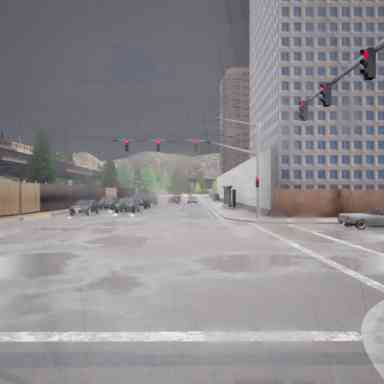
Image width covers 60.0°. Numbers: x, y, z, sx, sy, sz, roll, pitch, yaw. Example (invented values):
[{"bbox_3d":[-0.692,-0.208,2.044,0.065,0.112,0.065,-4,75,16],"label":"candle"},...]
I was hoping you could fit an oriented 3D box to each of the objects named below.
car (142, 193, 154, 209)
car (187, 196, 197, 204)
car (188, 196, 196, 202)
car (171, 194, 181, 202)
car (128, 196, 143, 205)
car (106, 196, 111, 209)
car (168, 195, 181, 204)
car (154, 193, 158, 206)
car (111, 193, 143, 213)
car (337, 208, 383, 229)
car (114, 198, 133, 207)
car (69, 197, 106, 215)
[{"bbox_3d":[-7.091,1.221,46.175,2.150,2.045,5.566,0,0,0],"label":"car"},{"bbox_3d":[0.086,1.601,64.563,1.895,1.301,4.718,0,0,0],"label":"car"},{"bbox_3d":[-0.010,1.595,74.805,1.895,1.301,4.718,0,0,0],"label":"car"},{"bbox_3d":[-3.511,1.305,74.425,1.882,1.535,5.008,0,0,0],"label":"car"},{"bbox_3d":[-10.568,1.477,62.100,1.882,1.535,5.008,0,0,0],"label":"car"},{"bbox_3d":[-10.598,1.352,42.087,2.097,1.767,4.553,0,0,0],"label":"car"},{"bbox_3d":[-3.510,1.601,64.232,1.895,1.301,4.718,0,0,0],"label":"car"},{"bbox_3d":[-7.073,1.221,56.904,2.150,2.045,5.566,0,0,0],"label":"car"},{"bbox_3d":[-7.093,1.352,36.739,2.097,1.767,4.553,0,0,0],"label":"car"},{"bbox_3d":[11.850,1.656,21.142,4.718,1.301,1.895,0,0,0],"label":"car"},{"bbox_3d":[-10.595,1.601,51.881,1.895,1.301,4.718,0,0,0],"label":"car"},{"bbox_3d":[-10.608,1.491,33.191,2.128,1.511,4.902,0,0,1],"label":"car"}]
